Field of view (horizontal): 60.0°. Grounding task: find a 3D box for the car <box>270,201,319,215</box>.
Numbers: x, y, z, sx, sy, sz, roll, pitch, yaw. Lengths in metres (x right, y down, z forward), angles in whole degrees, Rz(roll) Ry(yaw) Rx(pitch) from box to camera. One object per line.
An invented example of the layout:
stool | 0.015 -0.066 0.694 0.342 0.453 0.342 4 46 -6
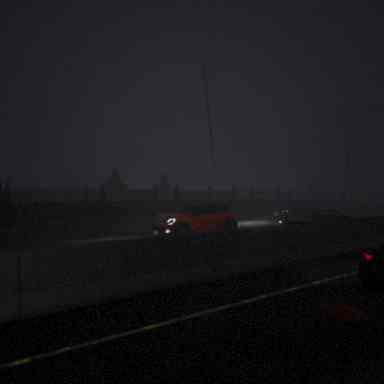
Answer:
car | 8.517 1.471 27.254 4.902 1.511 2.128 0 0 -35

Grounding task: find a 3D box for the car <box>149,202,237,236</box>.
car | 0.110 1.343 16.967 4.553 1.767 2.097 0 0 -35

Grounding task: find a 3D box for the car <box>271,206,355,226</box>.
car | 6.585 1.588 17.288 4.718 1.301 1.895 0 0 -35

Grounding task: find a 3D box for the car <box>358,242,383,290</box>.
car | 5.826 1.556 7.907 4.181 1.385 1.994 0 0 -36
